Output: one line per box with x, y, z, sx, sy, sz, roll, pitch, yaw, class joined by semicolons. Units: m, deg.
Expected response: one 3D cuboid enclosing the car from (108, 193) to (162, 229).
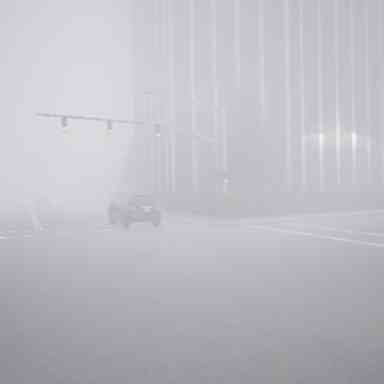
-3.751;1.119;21.059;2.150;2.045;5.566;-1;1;-27;car

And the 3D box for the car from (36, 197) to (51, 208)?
-22.188;1.506;49.681;2.128;1.511;4.902;-1;1;-27;car
